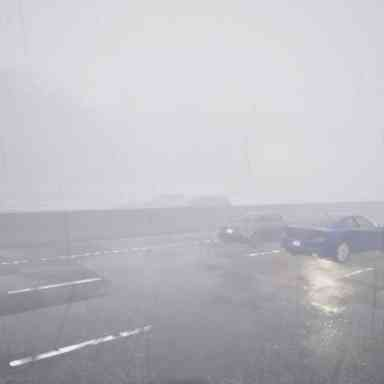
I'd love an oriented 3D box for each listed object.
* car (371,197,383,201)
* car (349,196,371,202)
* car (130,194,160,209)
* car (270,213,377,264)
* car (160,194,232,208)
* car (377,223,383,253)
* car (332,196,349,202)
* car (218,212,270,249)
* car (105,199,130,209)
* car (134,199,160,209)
[{"bbox_3d":[30.099,1.504,51.119,4.892,1.490,1.837,0,0,-35],"label":"car"},{"bbox_3d":[28.012,1.509,53.925,4.892,1.490,1.837,0,0,-35],"label":"car"},{"bbox_3d":[-2.751,1.219,32.046,5.566,2.045,2.150,0,0,-35],"label":"car"},{"bbox_3d":[5.331,1.477,11.968,5.008,1.535,1.882,0,0,-35],"label":"car"},{"bbox_3d":[0.656,1.220,25.887,5.566,2.045,2.150,0,0,-35],"label":"car"},{"bbox_3d":[7.479,1.491,9.194,4.902,1.511,2.128,0,0,-35],"label":"car"},{"bbox_3d":[25.909,1.479,56.720,5.008,1.535,1.882,0,0,-35],"label":"car"},{"bbox_3d":[3.175,1.562,14.721,4.181,1.385,1.994,0,0,-35],"label":"car"},{"bbox_3d":[-6.351,1.501,33.775,4.892,1.490,1.837,0,0,-35],"label":"car"},{"bbox_3d":[-2.354,1.561,28.051,4.181,1.385,1.994,0,0,-35],"label":"car"}]
